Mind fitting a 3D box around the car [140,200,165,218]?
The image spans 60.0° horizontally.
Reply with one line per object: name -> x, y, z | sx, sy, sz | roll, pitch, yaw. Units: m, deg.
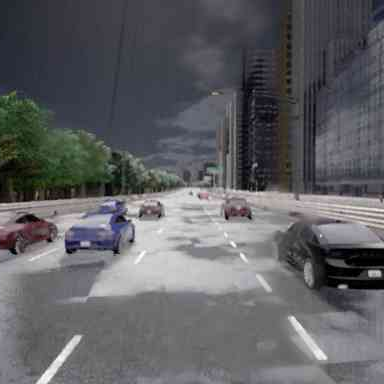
car -> -3.440, 1.437, 28.905 | 1.812, 1.442, 4.674 | 0, 0, 0

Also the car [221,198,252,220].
car -> 3.565, 1.266, 27.587 | 2.097, 1.767, 4.553 | 0, 0, 0

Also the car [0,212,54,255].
car -> -6.907, 1.483, 12.902 | 1.812, 1.442, 4.674 | 0, 0, 0

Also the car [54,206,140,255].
car -> -3.407, 1.483, 12.916 | 1.812, 1.442, 4.674 | 0, 0, 0

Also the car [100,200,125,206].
car -> -6.939, 1.437, 28.936 | 1.812, 1.442, 4.674 | 0, 0, 0

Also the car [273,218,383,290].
car -> 3.596, 1.447, 9.020 | 1.882, 1.535, 5.008 | 0, 0, 0

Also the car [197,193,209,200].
car -> 3.146, 1.125, 85.614 | 2.097, 1.767, 4.553 | 0, 0, 0
